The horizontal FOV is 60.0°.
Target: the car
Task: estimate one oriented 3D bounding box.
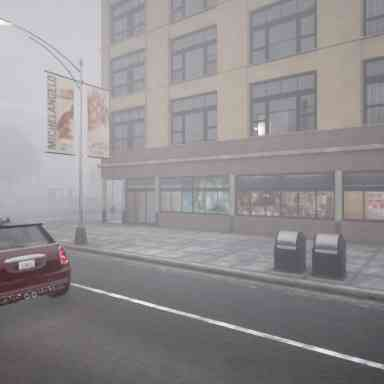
[{"bbox_3d":[-4.756,1.352,7.367,4.553,1.767,2.097,0,0,36],"label":"car"}]
